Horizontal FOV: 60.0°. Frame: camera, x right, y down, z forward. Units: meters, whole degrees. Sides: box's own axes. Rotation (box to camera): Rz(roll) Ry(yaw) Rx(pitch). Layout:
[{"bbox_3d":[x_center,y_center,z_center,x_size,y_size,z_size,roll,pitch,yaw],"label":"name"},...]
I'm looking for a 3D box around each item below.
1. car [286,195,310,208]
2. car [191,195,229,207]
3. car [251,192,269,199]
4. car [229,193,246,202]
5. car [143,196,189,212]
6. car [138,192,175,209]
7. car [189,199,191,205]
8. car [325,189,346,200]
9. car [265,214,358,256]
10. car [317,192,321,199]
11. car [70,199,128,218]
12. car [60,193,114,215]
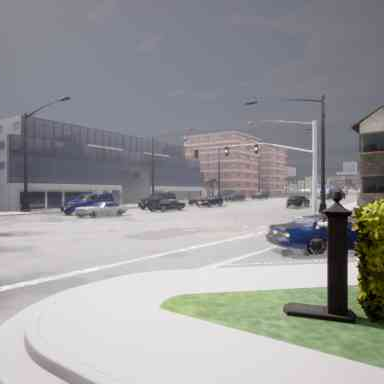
[{"bbox_3d":[13.317,1.140,41.601,1.837,1.490,4.892,0,2,35],"label":"car"},{"bbox_3d":[2.443,1.217,44.727,2.128,1.511,4.902,0,1,35],"label":"car"},{"bbox_3d":[13.714,0.733,66.763,2.033,1.411,5.357,0,0,36],"label":"car"},{"bbox_3d":[7.544,0.901,58.079,2.033,1.411,5.357,0,1,35],"label":"car"},{"bbox_3d":[-2.826,1.493,37.210,1.895,1.301,4.718,0,1,35],"label":"car"},{"bbox_3d":[-4.180,1.072,41.378,2.150,2.045,5.566,0,1,36],"label":"car"},{"bbox_3d":[1.423,1.247,49.370,1.895,1.301,4.718,0,2,35],"label":"car"},{"bbox_3d":[26.192,0.397,59.977,2.150,2.045,5.566,0,0,35],"label":"car"},{"bbox_3d":[5.573,1.546,12.791,5.357,1.411,2.033,0,0,-9],"label":"car"},{"bbox_3d":[25.134,0.694,64.543,1.812,1.442,4.674,0,0,35],"label":"car"},{"bbox_3d":[-8.083,1.555,29.706,1.895,1.301,4.718,0,0,35],"label":"car"},{"bbox_3d":[-10.120,1.171,32.903,2.150,2.045,5.566,0,0,35],"label":"car"}]
